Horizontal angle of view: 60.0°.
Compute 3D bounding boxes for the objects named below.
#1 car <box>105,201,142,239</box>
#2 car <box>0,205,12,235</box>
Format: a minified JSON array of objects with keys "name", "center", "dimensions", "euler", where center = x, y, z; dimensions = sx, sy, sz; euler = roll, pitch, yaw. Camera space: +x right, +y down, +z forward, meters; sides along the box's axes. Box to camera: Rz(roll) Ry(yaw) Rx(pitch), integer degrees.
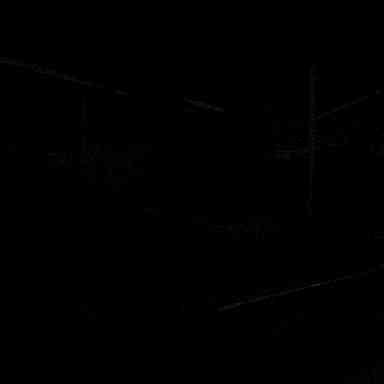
[{"name":"car","center":[-4.353,1.448,18.338],"dimensions":[1.905,1.878,3.866],"euler":[1,0,-36]},{"name":"car","center":[-11.482,1.523,18.600],"dimensions":[2.242,1.667,4.611],"euler":[1,0,-36]}]
